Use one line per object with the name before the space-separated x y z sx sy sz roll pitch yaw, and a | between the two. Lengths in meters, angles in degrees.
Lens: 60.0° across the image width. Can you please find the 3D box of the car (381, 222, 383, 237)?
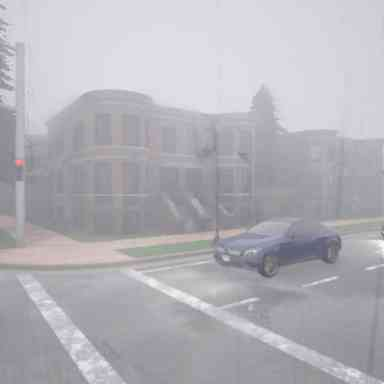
car | 10.974 1.550 16.104 4.181 1.385 1.994 0 0 -36

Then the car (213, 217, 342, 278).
car | 2.809 1.520 10.290 4.674 1.442 1.812 0 0 -36
